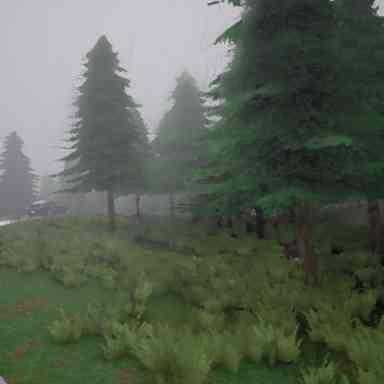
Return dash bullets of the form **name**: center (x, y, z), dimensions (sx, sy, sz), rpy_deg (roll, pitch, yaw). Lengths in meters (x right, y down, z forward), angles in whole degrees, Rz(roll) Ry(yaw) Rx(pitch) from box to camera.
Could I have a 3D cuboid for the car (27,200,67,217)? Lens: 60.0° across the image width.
- **car**: center (-12.909, 1.554, 30.230), dimensions (1.837, 1.490, 4.892), rpy_deg (-5, -3, 9)
